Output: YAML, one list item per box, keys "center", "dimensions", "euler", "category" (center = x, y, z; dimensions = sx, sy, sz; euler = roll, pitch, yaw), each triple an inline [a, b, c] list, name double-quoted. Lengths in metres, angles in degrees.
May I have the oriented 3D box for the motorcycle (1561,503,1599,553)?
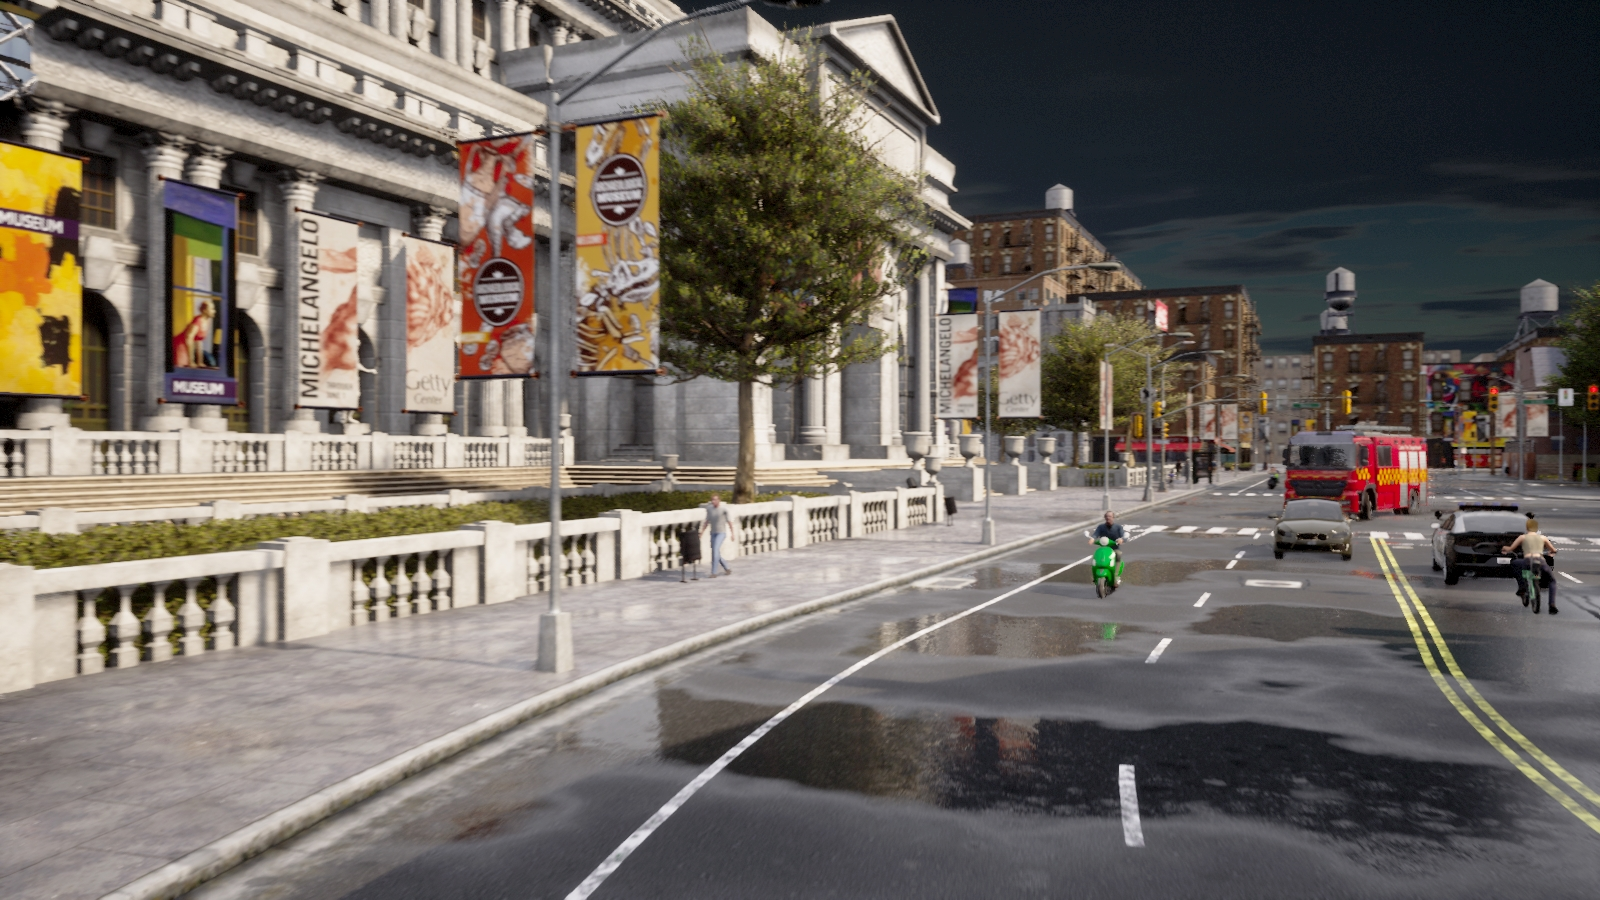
- center: [22.291, 2.182, 32.433]
  dimensions: [0.764, 1.277, 2.356]
  euler: [0, 0, 24]
  category: "motorcycle"

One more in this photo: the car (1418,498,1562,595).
- center: [14.871, 1.991, 24.917]
  dimensions: [2.097, 1.638, 5.238]
  euler: [0, 0, 24]
  category: "car"

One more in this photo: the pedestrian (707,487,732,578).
- center: [-1.670, 1.697, 23.675]
  dimensions: [0.375, 1.860, 0.375]
  euler: [0, 0, 29]
  category: "pedestrian"

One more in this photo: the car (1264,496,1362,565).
- center: [13.801, 2.069, 30.679]
  dimensions: [2.231, 1.480, 4.892]
  euler: [0, 0, 25]
  category: "car"

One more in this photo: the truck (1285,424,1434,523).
- center: [23.634, 0.903, 47.984]
  dimensions: [8.468, 3.827, 2.891]
  euler: [0, 0, -44]
  category: "truck"

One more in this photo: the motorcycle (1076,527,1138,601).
- center: [5.973, 2.185, 22.171]
  dimensions: [0.856, 1.236, 1.805]
  euler: [0, 0, 25]
  category: "motorcycle"
